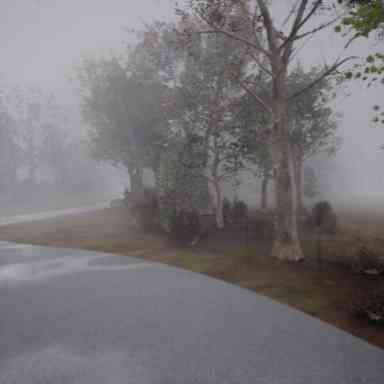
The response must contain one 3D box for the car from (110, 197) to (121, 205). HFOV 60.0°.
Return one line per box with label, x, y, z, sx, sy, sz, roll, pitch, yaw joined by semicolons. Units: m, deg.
car;-14.466;1.628;64.067;1.812;1.442;4.674;-2;1;0
